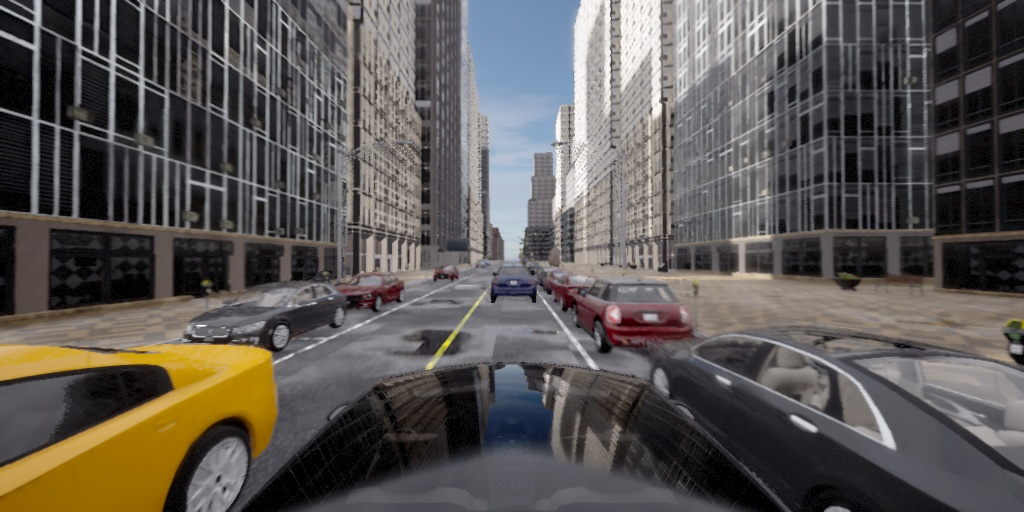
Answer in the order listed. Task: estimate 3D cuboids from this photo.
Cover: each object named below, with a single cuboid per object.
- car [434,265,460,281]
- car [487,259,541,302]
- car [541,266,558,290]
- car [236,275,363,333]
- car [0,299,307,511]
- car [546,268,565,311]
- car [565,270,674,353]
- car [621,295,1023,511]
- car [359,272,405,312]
[{"bbox_3d":[-5.723,1.449,31.666,1.888,1.381,4.507,0,0,0],"label":"car"},{"bbox_3d":[0.078,1.179,17.674,2.097,1.767,4.553,0,0,0],"label":"car"},{"bbox_3d":[2.671,1.422,20.275,1.802,1.307,4.207,0,0,0],"label":"car"},{"bbox_3d":[-5.697,1.340,8.910,2.007,1.370,4.403,0,0,0],"label":"car"},{"bbox_3d":[-3.094,1.227,1.220,1.882,1.535,5.008,0,0,0],"label":"car"},{"bbox_3d":[2.678,1.357,14.586,1.888,1.381,4.507,0,0,0],"label":"car"},{"bbox_3d":[2.684,1.223,8.897,1.967,1.591,4.097,0,0,0],"label":"car"},{"bbox_3d":[2.691,1.306,3.209,2.007,1.370,4.403,0,0,0],"label":"car"},{"bbox_3d":[-5.703,1.363,14.598,1.888,1.381,4.507,0,0,0],"label":"car"}]
